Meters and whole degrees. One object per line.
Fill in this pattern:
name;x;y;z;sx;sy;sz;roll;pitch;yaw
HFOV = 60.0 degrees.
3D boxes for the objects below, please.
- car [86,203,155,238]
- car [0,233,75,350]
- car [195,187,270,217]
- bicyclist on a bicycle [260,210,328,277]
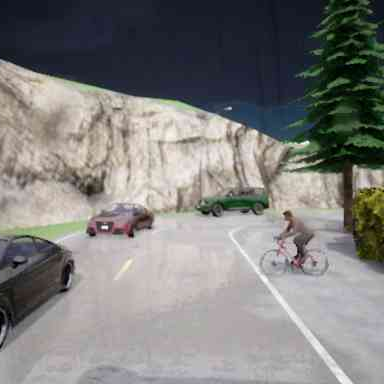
car;-3.168;1.210;15.457;1.994;1.385;4.181;0;1;11
car;-3.547;1.439;5.600;1.994;1.385;4.181;0;1;0
car;2.991;0.652;24.173;5.566;2.045;2.150;-1;1;-23
bicyclist on a bicycle;2.462;1.259;8.004;1.656;1.620;0.582;0;1;0
